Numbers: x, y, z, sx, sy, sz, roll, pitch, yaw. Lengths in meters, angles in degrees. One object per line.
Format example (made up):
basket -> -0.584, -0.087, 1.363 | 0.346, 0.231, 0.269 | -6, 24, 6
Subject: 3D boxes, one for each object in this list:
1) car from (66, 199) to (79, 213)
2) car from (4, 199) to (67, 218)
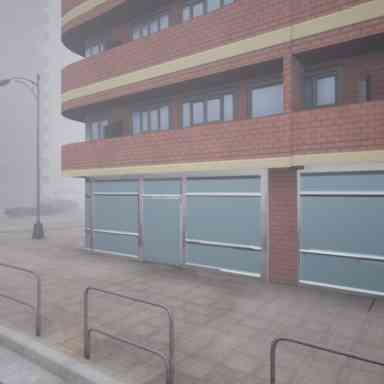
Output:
car -> -14.419, 1.505, 35.459 | 1.837, 1.490, 4.892 | 0, 0, 36
car -> -14.135, 1.601, 29.923 | 1.895, 1.301, 4.718 | 0, 0, 36
